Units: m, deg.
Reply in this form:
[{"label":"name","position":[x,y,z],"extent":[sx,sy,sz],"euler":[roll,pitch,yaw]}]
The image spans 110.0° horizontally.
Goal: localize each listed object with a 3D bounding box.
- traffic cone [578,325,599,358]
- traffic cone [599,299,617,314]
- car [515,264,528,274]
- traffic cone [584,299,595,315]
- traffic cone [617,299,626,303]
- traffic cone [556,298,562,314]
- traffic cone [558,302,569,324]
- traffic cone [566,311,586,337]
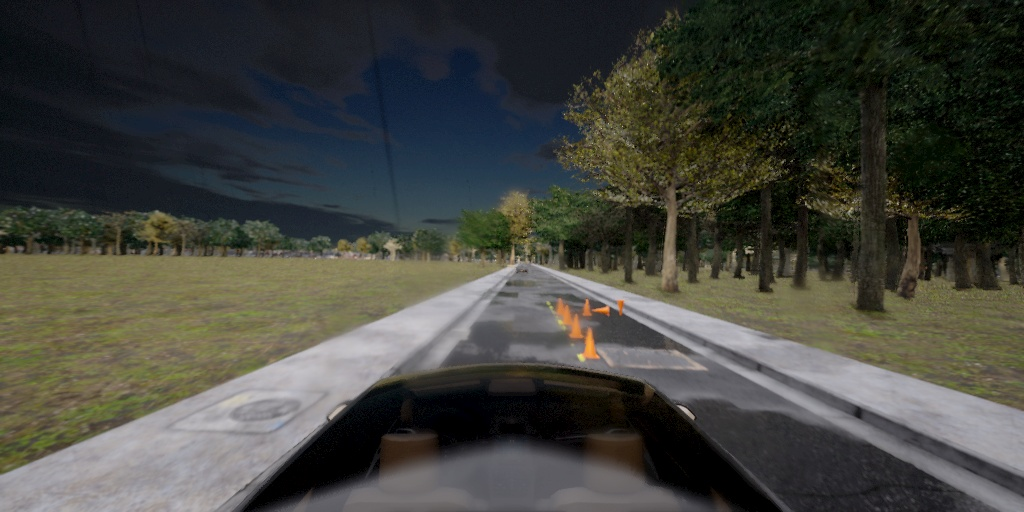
[{"label":"traffic cone","position":[1.644,1.821,7.586],"extent":[0.340,0.580,0.340],"euler":[0,0,2]},{"label":"traffic cone","position":[3.603,1.773,13.505],"extent":[0.340,0.580,0.340],"euler":[0,0,-25]},{"label":"car","position":[1.600,1.988,56.017],"extent":[1.837,1.490,4.892],"euler":[1,-1,2]},{"label":"traffic cone","position":[2.829,1.926,13.551],"extent":[0.340,0.580,0.340],"euler":[0,0,1]},{"label":"traffic cone","position":[4.116,1.372,13.551],"extent":[0.340,0.580,0.340],"euler":[0,0,4]},{"label":"traffic cone","position":[1.832,1.902,13.583],"extent":[0.340,0.580,0.340],"euler":[0,0,2]},{"label":"traffic cone","position":[1.769,1.875,11.584],"extent":[0.340,0.580,0.340],"euler":[0,0,2]},{"label":"traffic cone","position":[1.706,1.848,9.585],"extent":[0.340,0.580,0.340],"euler":[0,0,2]}]
